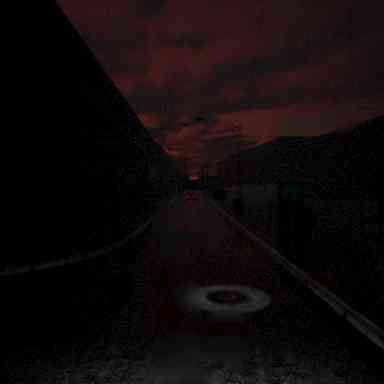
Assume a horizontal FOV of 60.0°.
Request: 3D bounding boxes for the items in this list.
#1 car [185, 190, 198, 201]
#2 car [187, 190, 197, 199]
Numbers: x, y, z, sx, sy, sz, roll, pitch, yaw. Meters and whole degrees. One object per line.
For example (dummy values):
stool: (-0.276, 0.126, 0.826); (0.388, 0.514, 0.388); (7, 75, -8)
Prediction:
car: (-0.019, 0.652, 50.650); (1.895, 1.301, 4.718); (0, 1, 0)
car: (-0.023, 0.389, 60.629); (1.812, 1.442, 4.674); (0, 1, 0)
